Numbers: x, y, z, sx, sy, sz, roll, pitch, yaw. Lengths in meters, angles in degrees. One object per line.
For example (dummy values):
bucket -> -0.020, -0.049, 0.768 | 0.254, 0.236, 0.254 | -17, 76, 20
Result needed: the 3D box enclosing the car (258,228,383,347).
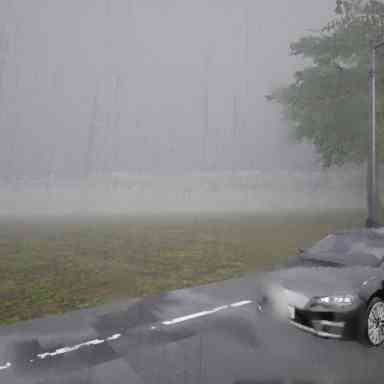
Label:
car -> 3.373, 1.490, 6.374 | 4.902, 1.511, 2.128 | 0, 0, -35
